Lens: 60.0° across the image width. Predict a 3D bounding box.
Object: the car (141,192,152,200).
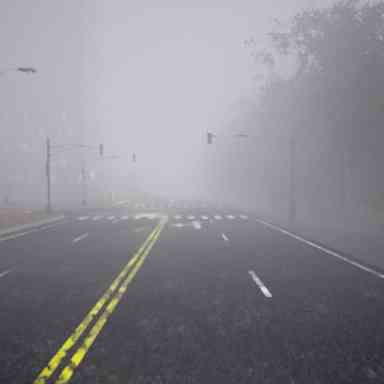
[{"bbox_3d":[-8.794,0.752,64.468,1.812,1.442,4.674,0,1,-4],"label":"car"}]
